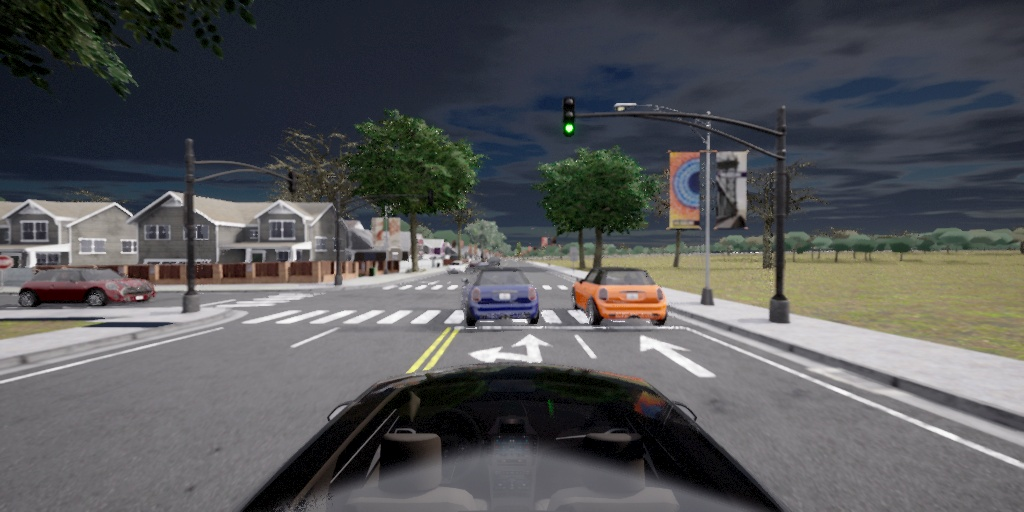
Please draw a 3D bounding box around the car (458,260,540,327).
[{"bbox_3d":[-0.576,1.129,11.904,2.097,1.767,4.553,0,0,-10],"label":"car"}]

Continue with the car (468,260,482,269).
[{"bbox_3d":[-6.505,1.406,63.960,1.882,1.535,5.008,0,0,0],"label":"car"}]

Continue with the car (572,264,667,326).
[{"bbox_3d":[3.316,1.128,11.957,2.097,1.767,4.553,0,0,0],"label":"car"}]

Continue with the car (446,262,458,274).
[{"bbox_3d":[-6.589,1.388,42.919,1.812,1.442,4.674,0,0,0],"label":"car"}]

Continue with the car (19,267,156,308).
[{"bbox_3d":[-19.314,1.351,16.464,4.553,1.767,2.097,-1,1,1],"label":"car"}]
